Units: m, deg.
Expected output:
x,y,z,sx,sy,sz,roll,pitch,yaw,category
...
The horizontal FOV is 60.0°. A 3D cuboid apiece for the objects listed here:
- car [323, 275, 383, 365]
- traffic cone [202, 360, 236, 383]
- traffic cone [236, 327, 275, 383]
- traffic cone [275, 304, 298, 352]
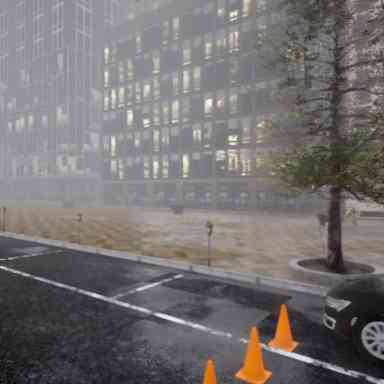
x,y,z,sx,sy,sz,roll,pitch,yaw,category
3.991,1.573,4.153,4.403,1.369,2.008,1,0,36,car
0.167,1.939,3.239,0.340,0.580,0.340,1,0,36,traffic cone
0.750,1.940,4.052,0.340,0.580,0.340,1,0,36,traffic cone
1.334,1.942,4.864,0.340,0.580,0.340,1,0,36,traffic cone
